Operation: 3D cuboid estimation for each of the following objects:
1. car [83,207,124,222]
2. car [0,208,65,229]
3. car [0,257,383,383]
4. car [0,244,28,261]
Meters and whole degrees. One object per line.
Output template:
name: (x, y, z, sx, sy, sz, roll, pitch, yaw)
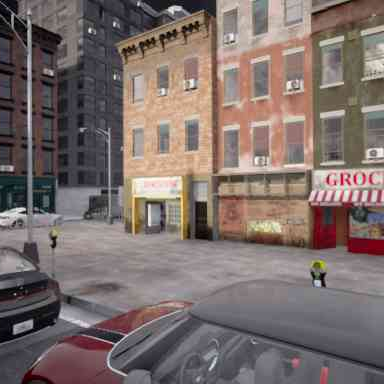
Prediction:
car: (-8.395, 2.110, 32.317, 1.994, 1.385, 4.181, -1, -2, 36)
car: (-11.261, 1.825, 23.278, 1.812, 1.442, 4.674, -1, -2, 36)
car: (0.475, 1.440, 2.480, 4.097, 1.590, 1.967, 0, 0, 35)
car: (-4.009, 1.549, 5.671, 4.403, 1.369, 2.008, 0, 0, 35)
